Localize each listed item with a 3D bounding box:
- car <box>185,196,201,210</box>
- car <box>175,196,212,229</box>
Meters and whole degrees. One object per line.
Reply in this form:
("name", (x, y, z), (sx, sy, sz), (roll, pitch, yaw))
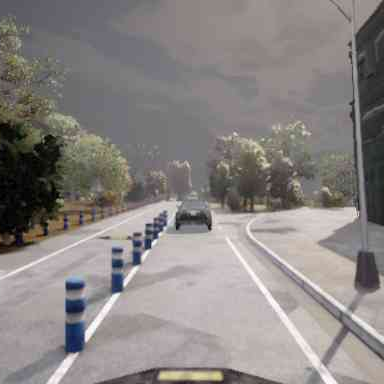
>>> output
("car", (0.097, 1.317, 40.891), (1.837, 1.490, 4.892), (0, 1, 0))
("car", (0.072, 1.209, 20.558), (2.097, 1.767, 4.553), (-2, 0, 0))
